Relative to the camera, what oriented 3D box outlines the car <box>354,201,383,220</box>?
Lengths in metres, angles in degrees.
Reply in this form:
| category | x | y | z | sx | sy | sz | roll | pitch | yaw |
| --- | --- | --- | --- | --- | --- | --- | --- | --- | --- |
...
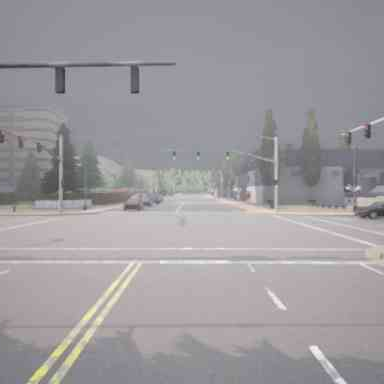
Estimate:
| category | x | y | z | sx | sy | sz | roll | pitch | yaw |
| --- | --- | --- | --- | --- | --- | --- | --- | --- | --- |
| car | 16.185 | 1.501 | 27.859 | 4.892 | 1.490 | 1.837 | 0 | 0 | -1 |

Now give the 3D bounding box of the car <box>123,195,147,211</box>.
| category | x | y | z | sx | sy | sz | roll | pitch | yaw |
| --- | --- | --- | --- | --- | --- | --- | --- | --- | --- |
| car | -7.077 | 1.472 | 40.762 | 1.882 | 1.535 | 5.008 | 0 | 0 | 0 |

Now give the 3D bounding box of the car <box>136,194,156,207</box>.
| category | x | y | z | sx | sy | sz | roll | pitch | yaw |
| --- | --- | --- | --- | --- | --- | --- | --- | --- | --- |
| car | -7.063 | 1.470 | 50.338 | 1.882 | 1.535 | 5.008 | 0 | 0 | 0 |

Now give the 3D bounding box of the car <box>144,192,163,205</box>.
| category | x | y | z | sx | sy | sz | roll | pitch | yaw |
| --- | --- | --- | --- | --- | --- | --- | --- | --- | --- |
| car | -7.011 | 1.213 | 60.238 | 2.150 | 2.045 | 5.566 | 0 | 0 | 0 |
